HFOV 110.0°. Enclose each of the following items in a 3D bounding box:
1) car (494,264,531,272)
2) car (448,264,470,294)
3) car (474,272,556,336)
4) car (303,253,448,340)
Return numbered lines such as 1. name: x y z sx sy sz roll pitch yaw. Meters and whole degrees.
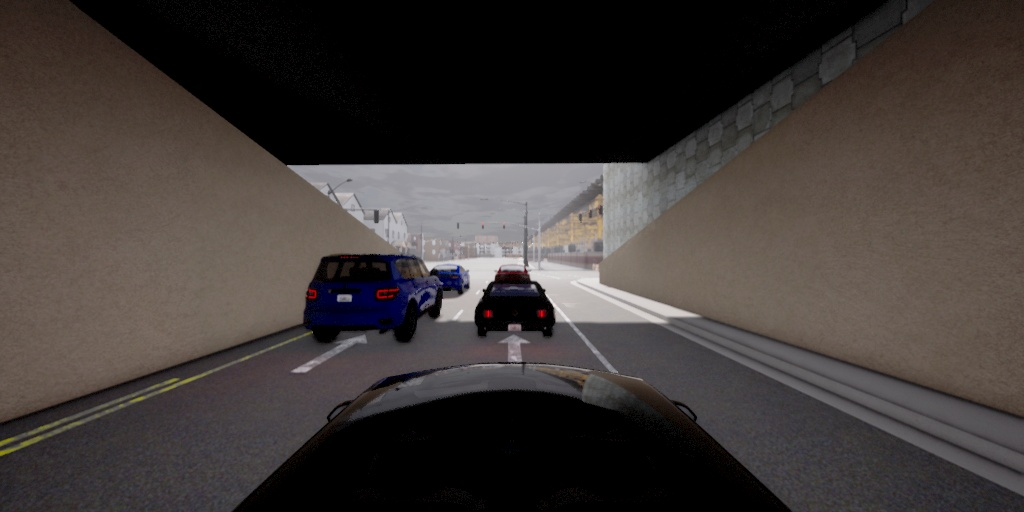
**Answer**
1. car: 0.024 1.183 19.675 1.882 1.535 5.008 0 0 0
2. car: -3.477 1.182 19.928 1.882 1.535 5.008 0 0 0
3. car: 0.062 1.329 10.339 1.895 1.301 4.718 0 0 0
4. car: -3.434 0.950 9.991 2.150 2.045 5.566 0 0 0
